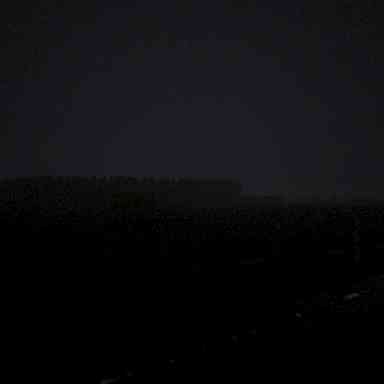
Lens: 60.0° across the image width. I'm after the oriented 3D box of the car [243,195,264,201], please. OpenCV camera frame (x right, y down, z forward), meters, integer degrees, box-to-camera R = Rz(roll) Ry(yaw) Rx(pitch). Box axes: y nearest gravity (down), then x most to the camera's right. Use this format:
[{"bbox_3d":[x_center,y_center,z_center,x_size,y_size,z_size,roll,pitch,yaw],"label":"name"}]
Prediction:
[{"bbox_3d":[13.081,1.210,70.770,1.895,1.301,4.718,-1,1,-35],"label":"car"}]
